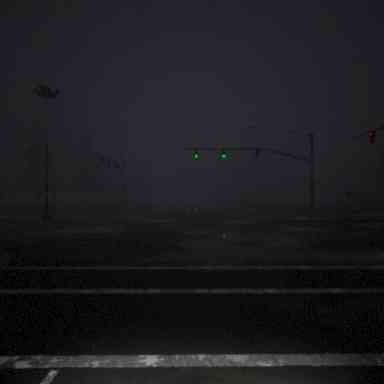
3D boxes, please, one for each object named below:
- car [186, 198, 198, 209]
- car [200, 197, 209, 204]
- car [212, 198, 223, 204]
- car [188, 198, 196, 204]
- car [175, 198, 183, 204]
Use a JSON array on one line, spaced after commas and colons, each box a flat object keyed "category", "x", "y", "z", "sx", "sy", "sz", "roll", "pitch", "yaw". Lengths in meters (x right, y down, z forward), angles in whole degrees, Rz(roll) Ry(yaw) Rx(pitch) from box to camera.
[{"category": "car", "x": -0.018, "y": 2.060, "z": 56.574, "sx": 1.812, "sy": 1.442, "sz": 4.674, "roll": 0, "pitch": -1, "yaw": 0}, {"category": "car", "x": 3.472, "y": 2.352, "z": 87.183, "sx": 2.033, "sy": 1.411, "sz": 5.357, "roll": 0, "pitch": -1, "yaw": 0}, {"category": "car", "x": 6.972, "y": 2.373, "z": 87.600, "sx": 1.994, "sy": 1.385, "sz": 4.181, "roll": 0, "pitch": -1, "yaw": 0}, {"category": "car", "x": -0.028, "y": 2.352, "z": 87.181, "sx": 2.033, "sy": 1.411, "sz": 5.357, "roll": 0, "pitch": -1, "yaw": 0}, {"category": "car", "x": -3.528, "y": 2.344, "z": 87.597, "sx": 1.812, "sy": 1.442, "sz": 4.674, "roll": 0, "pitch": -1, "yaw": 0}]
